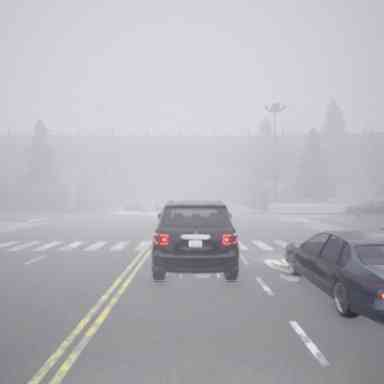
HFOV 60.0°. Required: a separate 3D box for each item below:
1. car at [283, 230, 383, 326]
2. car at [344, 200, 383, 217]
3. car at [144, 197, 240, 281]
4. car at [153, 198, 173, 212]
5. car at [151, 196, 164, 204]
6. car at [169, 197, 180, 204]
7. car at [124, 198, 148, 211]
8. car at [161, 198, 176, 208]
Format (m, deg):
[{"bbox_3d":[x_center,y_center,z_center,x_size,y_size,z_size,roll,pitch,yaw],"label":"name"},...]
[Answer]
[{"bbox_3d":[3.586,1.567,7.373,2.033,1.411,5.357,0,0,0],"label":"car"},{"bbox_3d":[16.712,1.518,30.860,4.902,1.511,2.128,0,0,2],"label":"car"},{"bbox_3d":[0.087,1.248,10.068,2.150,2.045,5.566,0,0,0],"label":"car"},{"bbox_3d":[-3.604,1.605,42.328,2.128,1.511,4.902,0,0,0],"label":"car"},{"bbox_3d":[-7.023,1.684,67.929,2.128,1.511,4.902,0,0,0],"label":"car"},{"bbox_3d":[-3.522,1.781,67.271,1.895,1.301,4.718,0,0,0],"label":"car"},{"bbox_3d":[-7.145,1.676,41.803,1.994,1.385,4.181,0,0,1],"label":"car"},{"bbox_3d":[-3.597,1.701,51.698,1.994,1.385,4.181,0,0,1],"label":"car"}]
